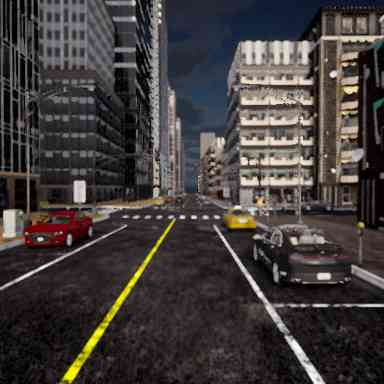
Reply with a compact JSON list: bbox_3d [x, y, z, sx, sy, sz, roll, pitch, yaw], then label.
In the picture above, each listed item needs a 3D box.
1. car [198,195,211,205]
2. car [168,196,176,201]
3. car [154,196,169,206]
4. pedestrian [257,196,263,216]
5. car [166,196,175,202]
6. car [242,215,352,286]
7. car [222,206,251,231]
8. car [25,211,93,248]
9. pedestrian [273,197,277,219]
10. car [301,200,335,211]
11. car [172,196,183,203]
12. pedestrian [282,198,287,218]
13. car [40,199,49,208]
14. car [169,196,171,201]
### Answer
[{"bbox_3d":[2.766,1.702,64.186,2.008,1.369,4.403,-1,0,0],"label":"car"},{"bbox_3d":[-5.575,1.764,92.470,1.887,1.381,4.507,-1,0,0],"label":"car"},{"bbox_3d":[-5.622,1.661,58.373,1.752,1.417,4.829,-1,0,0],"label":"car"},{"bbox_3d":[6.177,1.222,30.094,0.375,1.860,0.375,-1,1,0],"label":"pedestrian"},{"bbox_3d":[-5.582,1.788,86.815,1.802,1.307,4.206,-1,0,0],"label":"car"},{"bbox_3d":[2.821,1.572,9.287,2.008,1.369,4.403,-1,0,0],"label":"car"},{"bbox_3d":[2.836,1.573,20.746,1.752,1.417,4.829,-1,0,0],"label":"car"},{"bbox_3d":[-5.811,1.579,15.001,1.887,1.381,4.507,-1,0,0],"label":"car"},{"bbox_3d":[7.175,1.375,28.895,0.375,1.860,0.375,-1,1,0],"label":"pedestrian"},{"bbox_3d":[16.374,1.734,43.691,4.403,1.369,2.008,0,0,1],"label":"car"},{"bbox_3d":[-2.895,1.678,75.383,1.837,1.490,4.892,0,0,0],"label":"car"},{"bbox_3d":[8.176,1.406,29.494,0.375,1.860,0.375,-1,1,0],"label":"pedestrian"},{"bbox_3d":[-21.600,1.385,44.241,4.829,1.417,1.752,0,0,1],"label":"car"},{"bbox_3d":[-5.614,1.716,64.197,1.947,1.339,4.313,-1,0,0],"label":"car"}]
